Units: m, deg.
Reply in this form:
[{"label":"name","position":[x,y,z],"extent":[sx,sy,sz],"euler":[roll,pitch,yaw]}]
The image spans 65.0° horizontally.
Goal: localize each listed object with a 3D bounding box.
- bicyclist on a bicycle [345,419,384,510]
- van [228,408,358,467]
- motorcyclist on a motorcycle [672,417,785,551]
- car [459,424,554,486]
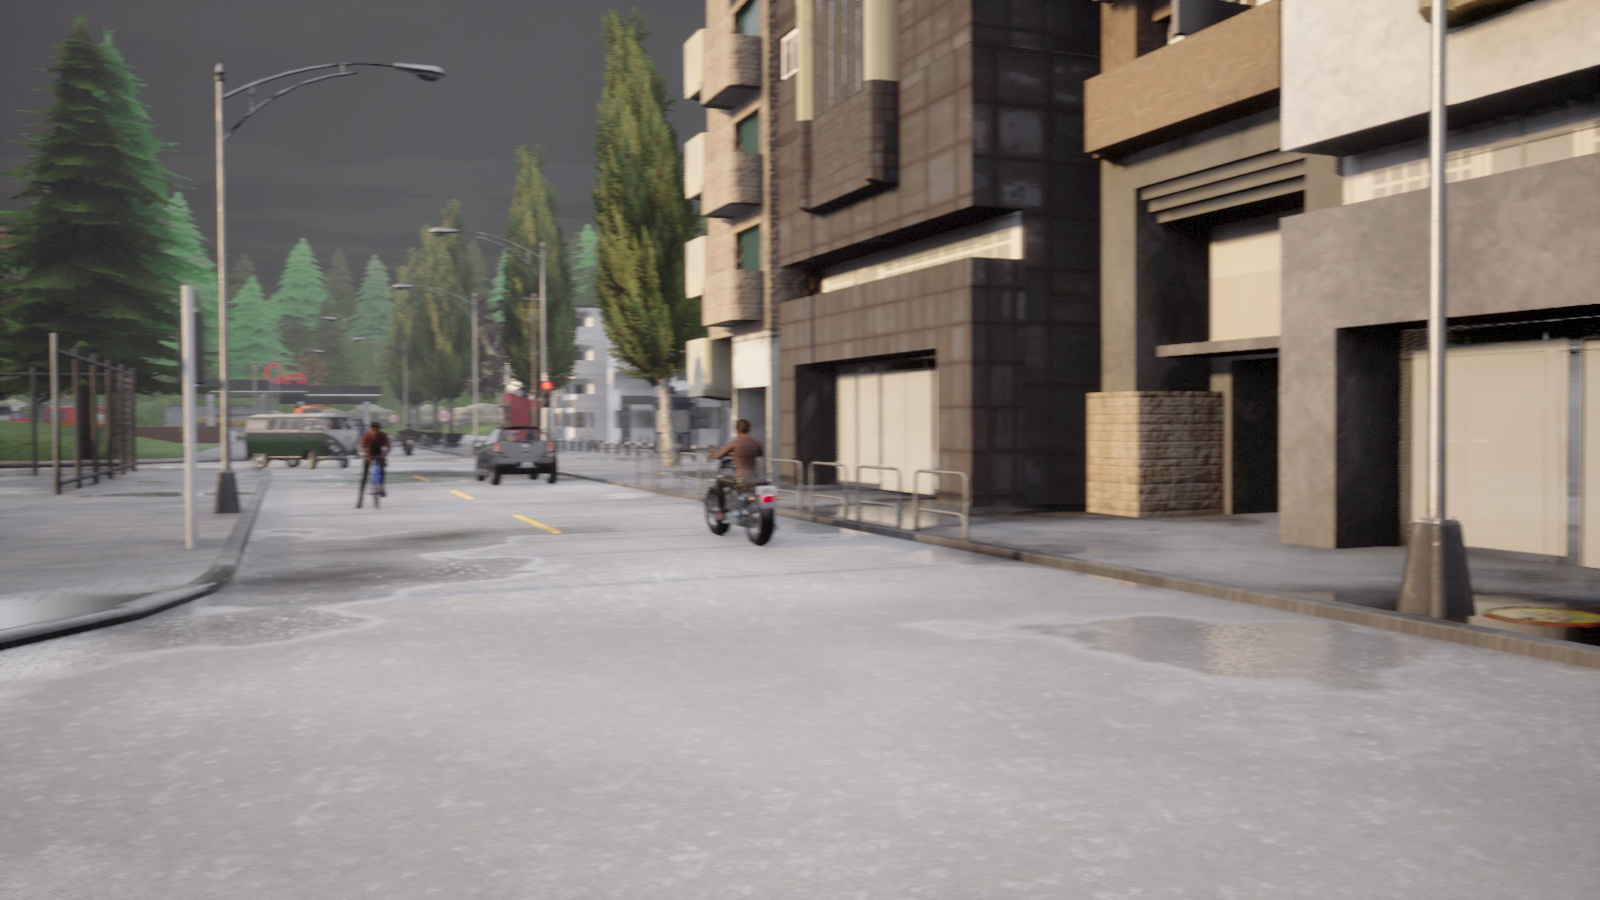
[{"label":"bicyclist on a bicycle","position":[-8.040,0.240,23.175],"extent":[0.582,1.620,1.656],"euler":[0,2,-22]},{"label":"van","position":[-18.013,-0.460,44.616],"extent":[4.442,1.987,1.775],"euler":[1,1,27]},{"label":"motorcyclist on a motorcycle","position":[-0.984,0.393,16.609],"extent":[0.766,1.649,2.350],"euler":[-1,1,-22]},{"label":"car","position":[-7.755,0.077,32.931],"extent":[1.845,1.501,3.633],"euler":[-1,1,-23]}]
